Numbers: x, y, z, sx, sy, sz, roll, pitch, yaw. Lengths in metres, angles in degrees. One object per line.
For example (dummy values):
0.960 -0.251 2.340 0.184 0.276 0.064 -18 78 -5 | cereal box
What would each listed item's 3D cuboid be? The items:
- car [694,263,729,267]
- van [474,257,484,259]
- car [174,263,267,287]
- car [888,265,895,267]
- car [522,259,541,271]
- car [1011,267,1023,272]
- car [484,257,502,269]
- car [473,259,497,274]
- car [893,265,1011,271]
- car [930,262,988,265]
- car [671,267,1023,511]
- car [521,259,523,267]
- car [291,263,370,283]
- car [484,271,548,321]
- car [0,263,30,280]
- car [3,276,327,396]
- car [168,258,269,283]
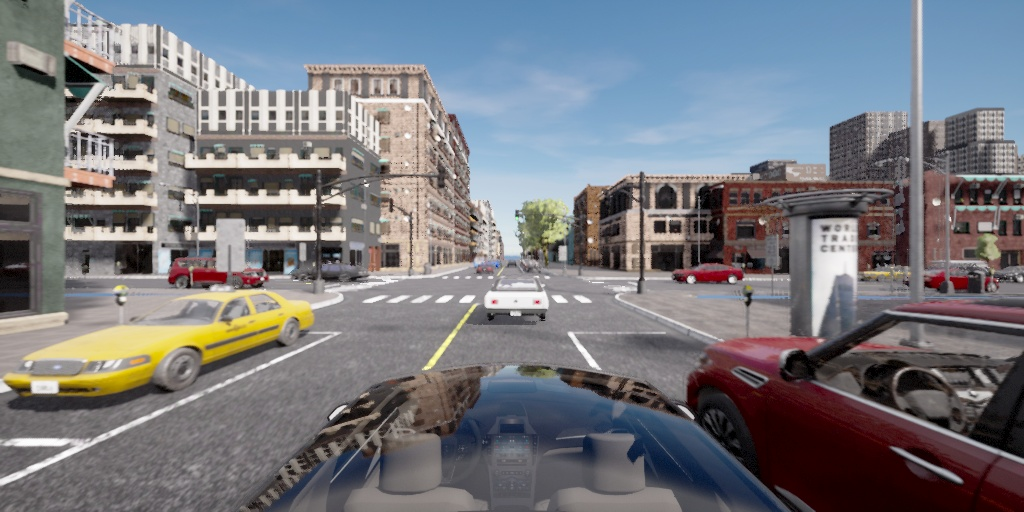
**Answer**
14.738 1.318 27.195 5.008 1.535 1.882 0 0 0 | car
-5.693 1.188 61.986 1.690 1.789 3.998 0 0 0 | van
-19.218 1.231 23.750 4.674 1.442 1.812 0 0 0 | car
31.440 1.444 29.903 4.829 1.417 1.751 0 0 0 | car
2.689 1.358 44.895 2.007 1.370 4.403 0 0 0 | car
42.661 1.525 29.983 4.403 1.370 2.007 0 0 0 | car
-3.054 1.315 58.317 1.882 1.535 5.008 0 0 0 | car
-3.084 1.363 41.840 1.994 1.385 4.181 0 0 0 | car
26.147 1.433 21.433 4.507 1.381 1.888 0 0 0 | car
33.419 1.430 27.320 4.892 1.490 1.837 0 0 0 | car
2.691 1.064 1.405 2.192 1.841 5.009 0 0 0 | car
2.688 1.260 50.592 1.967 1.591 4.097 0 0 0 | car
-13.694 1.272 27.206 5.357 1.411 2.033 0 0 -2 | car
0.239 1.358 12.502 1.895 1.301 4.718 0 0 3 | car
-39.996 1.233 29.393 4.207 1.307 1.802 0 0 0 | car
-5.691 1.278 6.775 1.751 1.417 4.829 0 0 0 | car
-17.277 1.026 21.175 5.009 1.841 2.192 0 0 0 | car
